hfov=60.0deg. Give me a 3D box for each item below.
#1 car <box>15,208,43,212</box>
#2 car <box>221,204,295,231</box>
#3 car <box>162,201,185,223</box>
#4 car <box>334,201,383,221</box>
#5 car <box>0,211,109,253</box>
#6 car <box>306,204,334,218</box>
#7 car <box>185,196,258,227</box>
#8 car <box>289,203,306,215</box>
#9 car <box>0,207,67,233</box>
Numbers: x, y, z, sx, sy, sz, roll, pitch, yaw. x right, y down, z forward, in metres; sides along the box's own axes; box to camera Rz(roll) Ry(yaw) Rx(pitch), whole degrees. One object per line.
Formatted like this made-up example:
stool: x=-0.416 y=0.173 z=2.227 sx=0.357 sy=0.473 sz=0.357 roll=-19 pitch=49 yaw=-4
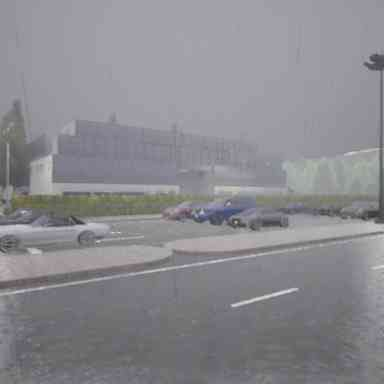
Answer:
car: x=-8.058 y=1.624 z=16.679 sx=4.718 sy=1.301 sz=1.895 roll=0 pitch=0 yaw=-36
car: x=4.295 y=1.669 z=21.296 sx=4.181 sy=1.385 sz=1.994 roll=1 pitch=0 yaw=-35
car: x=-0.119 y=1.457 z=26.746 sx=4.553 sy=1.767 sz=2.097 roll=1 pitch=0 yaw=-36
car: x=14.864 y=1.544 z=28.940 sx=4.553 sy=1.767 sz=2.097 roll=1 pitch=0 yaw=-36
car: x=-6.018 y=1.623 z=13.826 sx=4.718 sy=1.301 sz=1.895 roll=0 pitch=0 yaw=-36
car: x=13.631 y=1.798 z=32.365 sx=4.718 sy=1.301 sz=1.895 roll=0 pitch=0 yaw=-36
car: x=2.568 y=1.331 z=24.367 sx=5.566 sy=2.045 sz=2.150 roll=1 pitch=0 yaw=-35
car: x=10.688 y=1.791 z=34.561 sx=4.718 sy=1.301 sz=1.895 roll=0 pitch=0 yaw=-36
car: x=-10.098 y=1.626 z=19.745 sx=4.718 sy=1.301 sz=1.895 roll=0 pitch=0 yaw=-33
